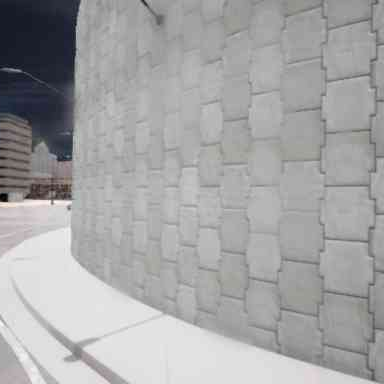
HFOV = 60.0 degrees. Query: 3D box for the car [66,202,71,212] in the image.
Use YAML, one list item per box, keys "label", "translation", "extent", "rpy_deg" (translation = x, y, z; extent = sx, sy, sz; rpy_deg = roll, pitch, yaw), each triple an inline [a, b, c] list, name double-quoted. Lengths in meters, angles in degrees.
- label: "car"
  translation: [-15.751, 1.950, 46.324]
  extent: [2.128, 1.511, 4.902]
  rpy_deg: [1, -1, 3]
